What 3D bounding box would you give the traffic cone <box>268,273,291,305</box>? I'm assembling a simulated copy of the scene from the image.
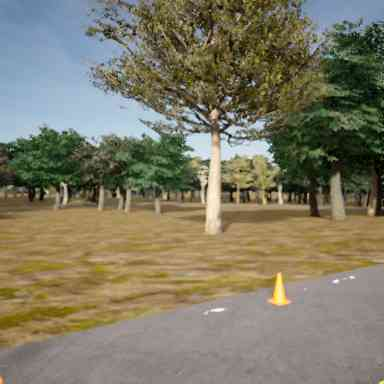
[{"bbox_3d":[1.783,1.942,6.782,0.340,0.580,0.340,0,0,-33],"label":"traffic cone"}]
